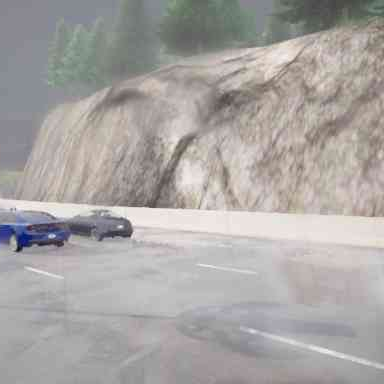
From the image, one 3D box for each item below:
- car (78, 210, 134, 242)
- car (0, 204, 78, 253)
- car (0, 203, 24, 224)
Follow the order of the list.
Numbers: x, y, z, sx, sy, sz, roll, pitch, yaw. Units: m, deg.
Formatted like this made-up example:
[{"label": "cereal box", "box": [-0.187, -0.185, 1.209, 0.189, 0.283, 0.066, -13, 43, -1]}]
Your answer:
[{"label": "car", "box": [-4.822, 1.572, 16.608, 4.181, 1.385, 1.994, 0, 0, 40]}, {"label": "car", "box": [-7.085, 1.485, 13.938, 5.008, 1.535, 1.882, 0, 0, 40]}, {"label": "car", "box": [-14.903, 1.616, 25.903, 1.895, 1.301, 4.718, 0, 0, -45]}]
